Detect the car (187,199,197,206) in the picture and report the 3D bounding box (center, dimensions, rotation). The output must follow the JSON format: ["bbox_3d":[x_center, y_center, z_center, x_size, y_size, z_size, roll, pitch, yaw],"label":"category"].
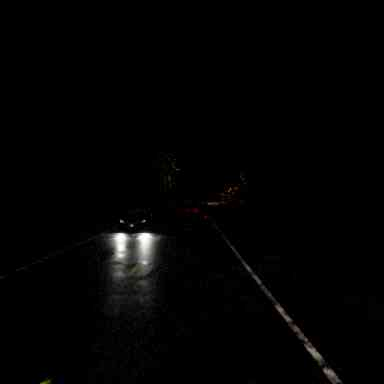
[{"bbox_3d":[-0.055,2.277,73.552,2.033,1.411,5.357,0,-1,0],"label":"car"}]

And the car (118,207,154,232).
[{"bbox_3d":[-3.615,1.770,22.279,1.812,1.442,4.674,0,-1,0],"label":"car"}]

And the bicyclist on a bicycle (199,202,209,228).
[{"bbox_3d":[0.947,1.631,23.862,0.659,1.776,1.843,0,0,0],"label":"bicyclist on a bicycle"}]

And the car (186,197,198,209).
[{"bbox_3d":[0.055,2.078,56.877,2.128,1.511,4.902,0,0,0],"label":"car"}]

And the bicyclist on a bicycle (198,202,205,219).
[{"bbox_3d":[0.941,1.804,32.449,0.582,1.620,1.656,0,-1,0],"label":"bicyclist on a bicycle"}]
